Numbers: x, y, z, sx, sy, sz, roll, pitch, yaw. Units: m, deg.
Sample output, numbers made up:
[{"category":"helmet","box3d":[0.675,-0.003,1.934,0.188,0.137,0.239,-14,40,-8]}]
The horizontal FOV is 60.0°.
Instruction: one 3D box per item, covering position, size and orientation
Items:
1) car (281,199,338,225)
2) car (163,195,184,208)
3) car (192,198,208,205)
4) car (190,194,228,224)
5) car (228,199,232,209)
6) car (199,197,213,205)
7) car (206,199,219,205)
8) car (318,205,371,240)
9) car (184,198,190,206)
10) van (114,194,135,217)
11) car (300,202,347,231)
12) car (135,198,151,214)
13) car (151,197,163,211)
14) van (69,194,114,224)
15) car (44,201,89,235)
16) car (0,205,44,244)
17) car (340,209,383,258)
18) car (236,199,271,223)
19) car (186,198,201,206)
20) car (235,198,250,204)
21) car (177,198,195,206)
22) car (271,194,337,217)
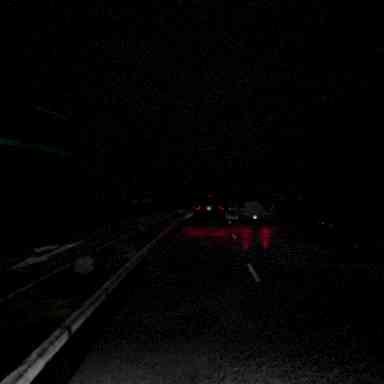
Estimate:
[{"category":"car","box3d":[8.847,1.444,22.468,4.792,1.488,2.163,0,0,6]},{"category":"car","box3d":[-3.473,1.382,51.887,2.435,2.045,5.566,0,-1,12]},{"category":"car","box3d":[1.813,2.189,73.417,2.163,1.488,4.792,0,-2,17]},{"category":"car","box3d":[1.369,1.163,24.217,2.150,2.045,5.566,0,0,5]},{"category":"car","box3d":[3.689,1.513,41.954,1.837,1.490,4.892,0,-1,9]},{"category":"car","box3d":[3.462,2.185,78.905,2.185,1.767,4.553,0,-2,18]},{"category":"car","box3d":[5.175,2.456,84.151,2.097,1.535,5.008,0,-2,19]},{"category":"car","box3d":[8.283,1.485,14.166,4.792,1.488,2.163,0,0,4]},{"category":"car","box3d":[-2.300,1.615,57.370,2.185,1.767,4.553,0,-1,13]},{"category":"van","box3d":[-6.968,1.203,29.905,1.878,1.987,4.442,0,0,8]},{"category":"car","box3d":[8.423,1.445,16.895,4.892,1.521,2.231,0,0,4]},{"category":"car","box3d":[-6.219,1.487,35.526,2.002,1.452,4.674,0,0,8]},{"category":"car","box3d":[-5.405,1.527,41.008,2.002,1.452,4.674,0,-1,9]},{"category":"van","box3d":[-7.560,1.207,24.398,1.878,1.987,4.442,0,0,6]},{"category":"car","box3d":[-8.046,1.481,18.960,2.163,1.488,4.792,0,0,5]},{"category":"car","box3d":[-8.413,1.467,13.479,2.097,1.535,5.008,0,0,4]},{"category":"car","box3d":[8.077,1.496,11.445,4.792,1.488,2.163,0,0,3]},{"category":"car","box3d":[4.428,1.460,24.559,1.812,1.442,4.674,0,0,5]},{"category":"car","box3d":[0.326,2.053,68.103,2.002,1.452,4.674,0,-2,16]},{"category":"car","box3d":[6.644,1.505,41.431,1.837,1.490,4.892,0,-1,9]},{"category":"car","box3d":[-1.022,1.872,62.855,2.231,1.521,4.892,0,-2,14]},{"category":"car","box3d":[9.408,1.150,27.905,5.566,2.045,2.435,0,0,7]}]
